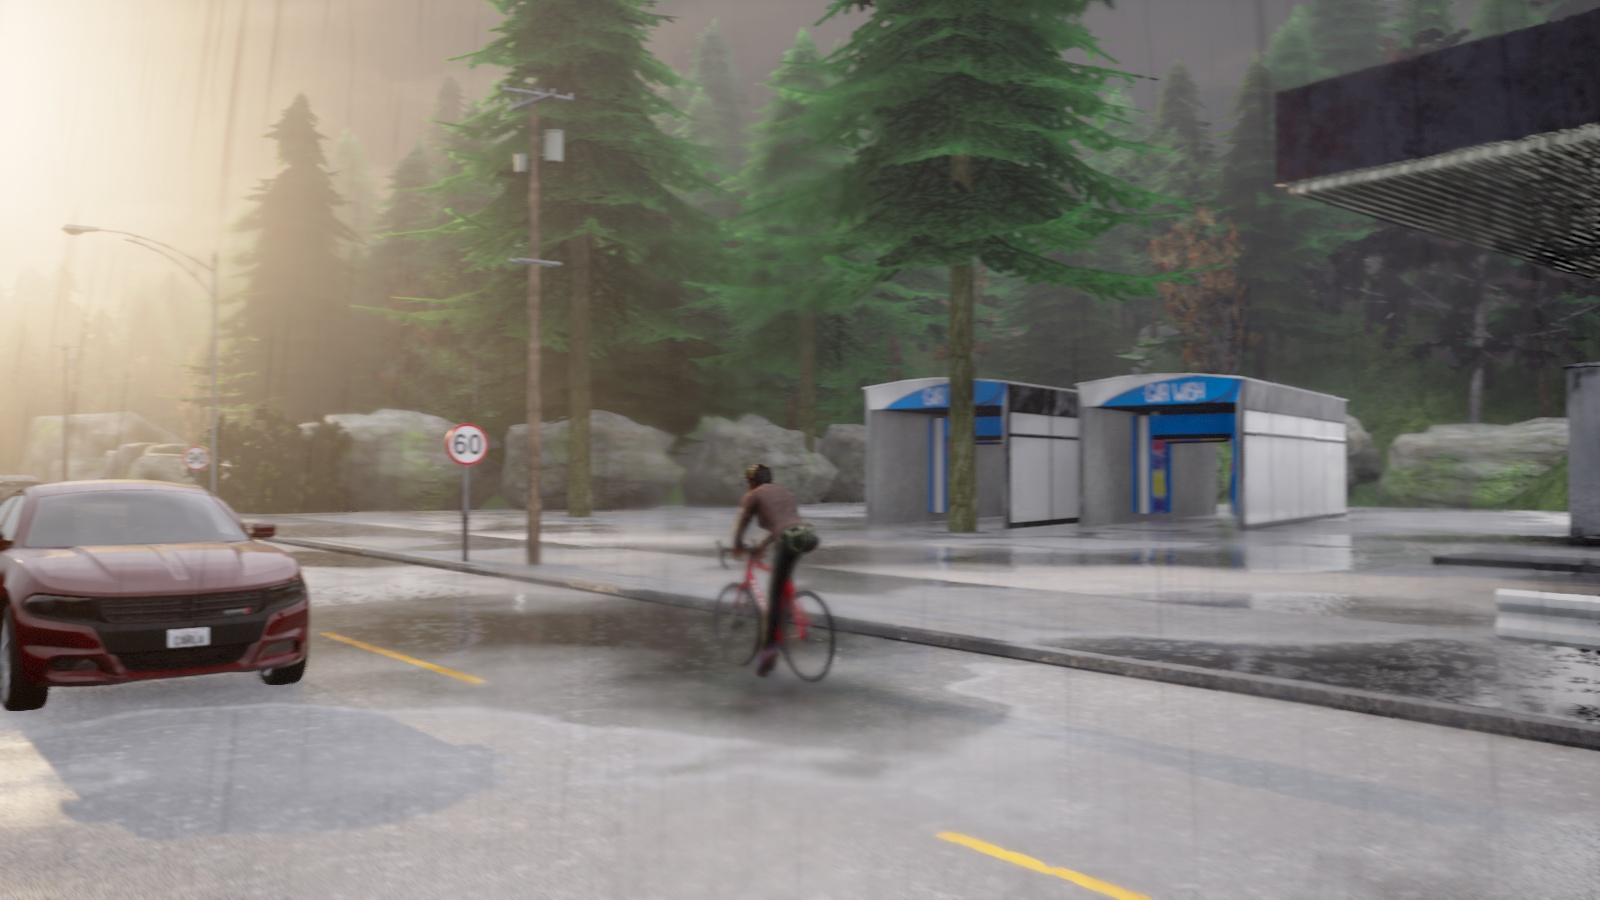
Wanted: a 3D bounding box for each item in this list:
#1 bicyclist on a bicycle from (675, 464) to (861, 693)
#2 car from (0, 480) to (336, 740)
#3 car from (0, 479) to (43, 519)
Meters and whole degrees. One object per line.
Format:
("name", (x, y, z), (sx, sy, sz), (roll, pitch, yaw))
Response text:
("bicyclist on a bicycle", (-0.286, 0.937, 9.771), (0.582, 1.620, 1.656), (0, -1, -36))
("car", (-5.492, 1.019, 10.067), (1.882, 1.535, 5.008), (0, -1, -38))
("car", (-31.641, 1.934, 50.049), (2.007, 1.525, 4.514), (0, -1, -38))
